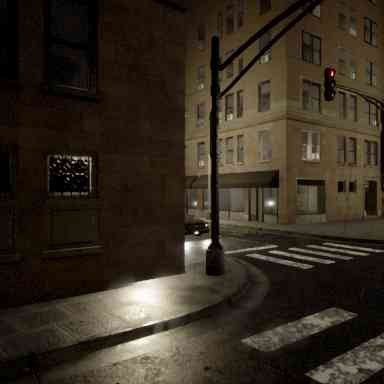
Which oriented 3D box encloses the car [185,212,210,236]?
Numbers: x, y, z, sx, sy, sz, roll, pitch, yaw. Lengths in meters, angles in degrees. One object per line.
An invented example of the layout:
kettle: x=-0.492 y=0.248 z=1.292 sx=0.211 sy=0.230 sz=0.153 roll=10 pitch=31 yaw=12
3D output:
car: x=-1.331 y=1.515 z=17.726 sx=2.033 sy=1.411 sz=5.357 roll=0 pitch=0 yaw=-36
